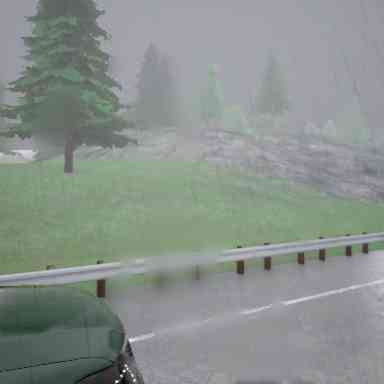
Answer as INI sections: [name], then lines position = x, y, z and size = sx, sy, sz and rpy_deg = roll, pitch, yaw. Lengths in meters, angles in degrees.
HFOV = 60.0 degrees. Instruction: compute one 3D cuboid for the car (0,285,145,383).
[car]
position = -2.946, 1.221, 1.589
size = 5.566, 2.045, 2.150
rpy_deg = 0, 0, -32
